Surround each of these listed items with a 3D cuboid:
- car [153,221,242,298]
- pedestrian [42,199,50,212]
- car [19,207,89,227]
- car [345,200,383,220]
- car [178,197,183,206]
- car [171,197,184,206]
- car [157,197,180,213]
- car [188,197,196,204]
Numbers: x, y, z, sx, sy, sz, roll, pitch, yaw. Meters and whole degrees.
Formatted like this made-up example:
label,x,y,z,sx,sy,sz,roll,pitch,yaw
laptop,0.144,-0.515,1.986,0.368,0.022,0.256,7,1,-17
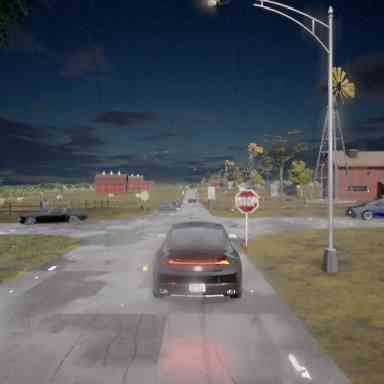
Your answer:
label,x,y,z,sx,sy,sz,roll,pitch,yaw
car,0.139,1.507,8.506,1.837,1.490,4.892,0,0,1
pedestrian,-12.120,1.465,27.530,0.375,1.860,0.375,0,2,0
car,-10.052,1.759,24.491,4.718,1.301,1.895,-1,1,-15
car,13.532,1.267,24.345,4.181,1.385,1.994,-1,1,-2
car,-2.767,1.717,50.943,1.994,1.385,4.181,0,0,0
car,-2.724,1.769,63.909,2.128,1.511,4.902,0,-1,1
car,-2.801,1.635,38.238,1.994,1.385,4.181,0,0,0
car,0.099,1.999,78.923,1.812,1.442,4.674,0,-1,0
